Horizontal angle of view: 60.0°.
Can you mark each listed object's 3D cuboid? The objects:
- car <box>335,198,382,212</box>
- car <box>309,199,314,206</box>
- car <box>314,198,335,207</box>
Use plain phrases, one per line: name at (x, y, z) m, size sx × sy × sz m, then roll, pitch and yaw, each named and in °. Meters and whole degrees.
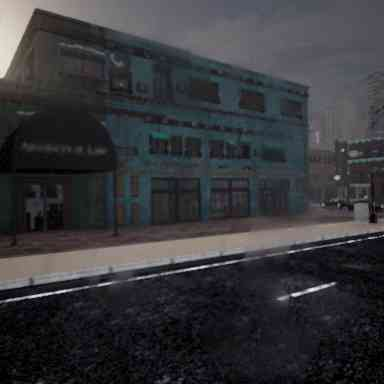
car at (19.064, 1.593, 37.734) m, size 1.947 × 1.339 × 4.313 m, roll -2°, pitch 0°, yaw -35°
car at (17.927, 1.634, 53.970) m, size 1.802 × 1.307 × 4.206 m, roll -2°, pitch 0°, yaw -35°
car at (21.140, 1.539, 49.463) m, size 2.008 × 1.369 × 4.403 m, roll -2°, pitch 0°, yaw -35°
